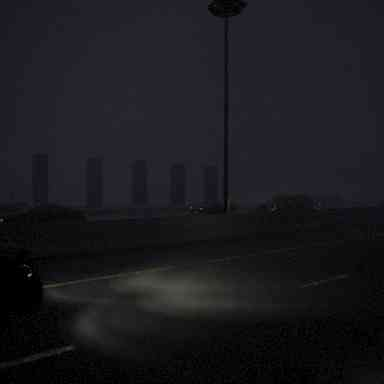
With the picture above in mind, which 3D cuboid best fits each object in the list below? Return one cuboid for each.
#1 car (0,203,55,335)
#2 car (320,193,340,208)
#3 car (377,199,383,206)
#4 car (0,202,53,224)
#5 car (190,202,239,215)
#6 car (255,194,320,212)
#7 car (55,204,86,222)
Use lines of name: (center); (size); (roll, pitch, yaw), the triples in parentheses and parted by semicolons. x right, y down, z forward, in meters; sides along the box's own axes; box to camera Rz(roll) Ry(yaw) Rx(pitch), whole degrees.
car: (-5.081, 1.209, 4.467); (5.566, 2.045, 2.150); (0, 0, -35)
car: (19.355, 1.210, 48.709); (5.566, 2.045, 2.150); (0, 0, -36)
car: (27.635, 1.498, 46.157); (5.008, 1.535, 1.882); (0, 0, -36)
car: (-13.369, 1.505, 24.547); (5.357, 1.411, 2.033); (0, 0, -36)
car: (2.110, 1.583, 31.454); (4.718, 1.301, 1.895); (0, 0, -37)
car: (7.519, 1.220, 26.750); (5.566, 2.045, 2.150); (1, 0, -37)
car: (-8.737, 1.447, 19.256); (5.008, 1.535, 1.882); (0, 0, -36)
